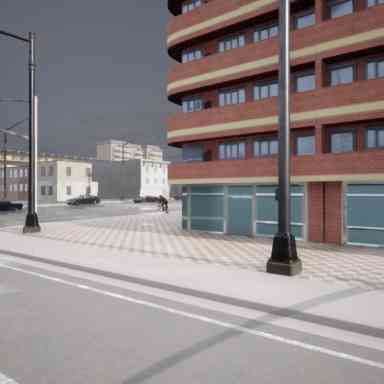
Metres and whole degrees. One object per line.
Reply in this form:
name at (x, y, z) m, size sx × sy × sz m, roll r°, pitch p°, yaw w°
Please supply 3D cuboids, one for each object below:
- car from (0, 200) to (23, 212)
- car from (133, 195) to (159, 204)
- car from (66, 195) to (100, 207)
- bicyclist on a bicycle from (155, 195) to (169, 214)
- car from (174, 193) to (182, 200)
car at (-19.908, 1.482, 33.634) m, size 1.895 × 1.301 × 4.718 m, roll 0°, pitch 1°, yaw 37°
car at (-7.054, 1.105, 50.895) m, size 1.994 × 1.385 × 4.181 m, roll 0°, pitch 1°, yaw 37°
car at (-15.024, 1.185, 46.060) m, size 2.128 × 1.511 × 4.902 m, roll 0°, pitch 1°, yaw 37°
bicyclist on a bicycle at (-2.613, 1.094, 29.256) m, size 1.656 × 1.620 × 0.582 m, roll 0°, pitch 1°, yaw 37°
car at (-1.256, 0.835, 64.406) m, size 2.033 × 1.411 × 5.357 m, roll 0°, pitch 1°, yaw 37°
